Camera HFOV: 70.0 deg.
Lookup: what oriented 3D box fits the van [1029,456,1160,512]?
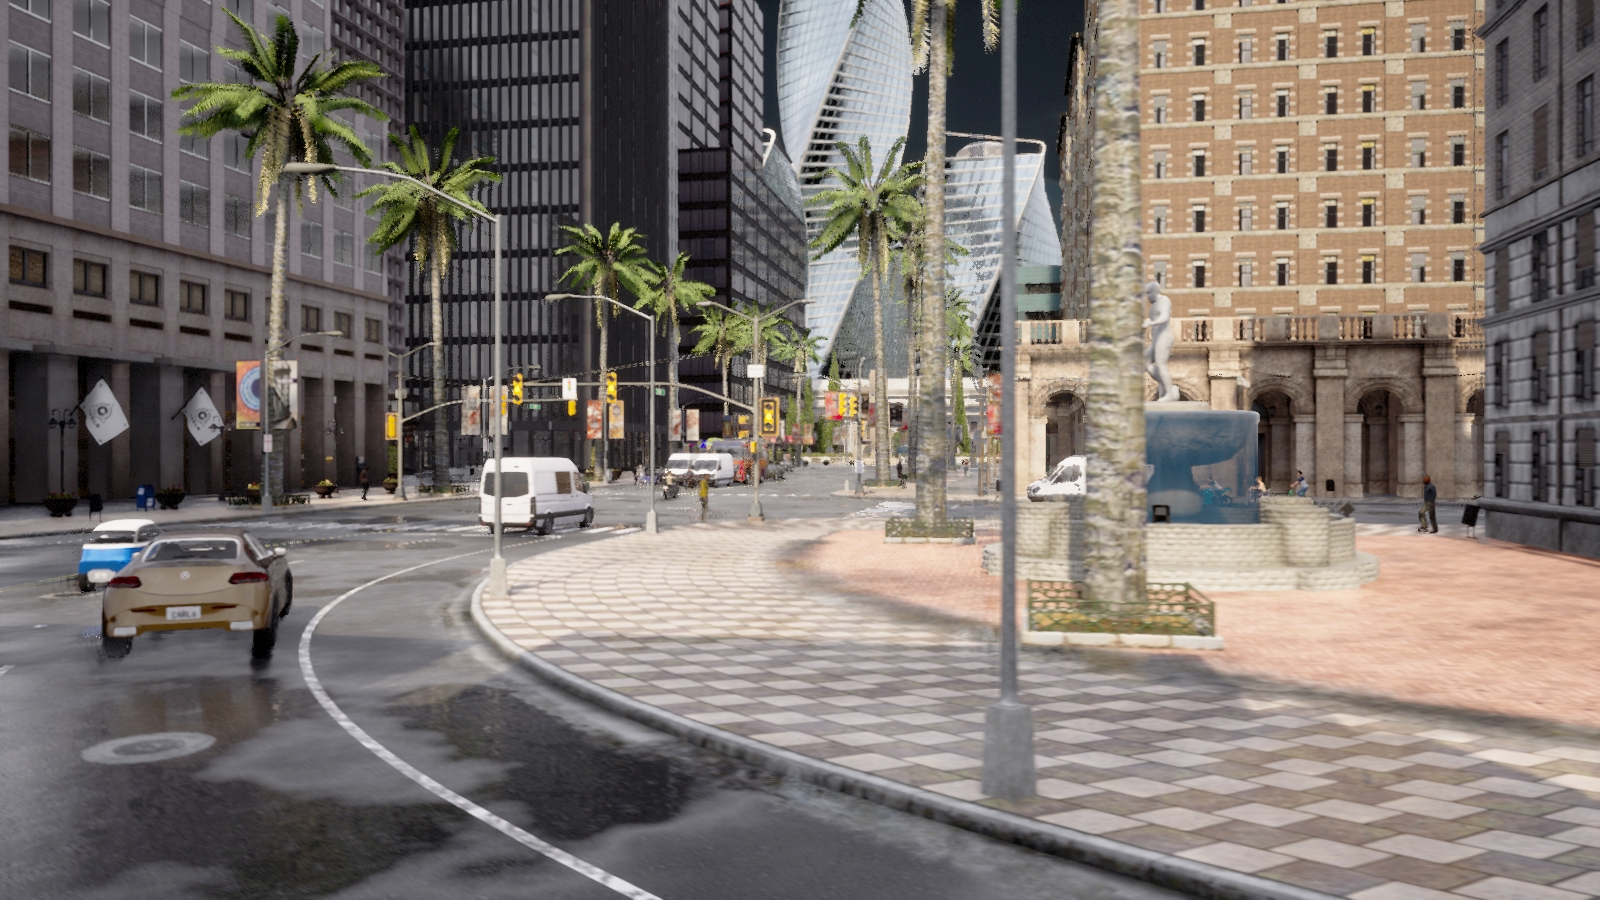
[{"bbox_3d":[13.824,1.548,53.981,5.915,2.561,1.988,0,0,11],"label":"van"}]

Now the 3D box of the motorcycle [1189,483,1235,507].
[{"bbox_3d":[20.265,2.228,56.261,2.033,1.145,0.803,0,0,11],"label":"motorcycle"}]

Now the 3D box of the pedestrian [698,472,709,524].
[{"bbox_3d":[-3.456,1.704,40.785,0.375,1.860,0.375,0,0,-2],"label":"pedestrian"}]

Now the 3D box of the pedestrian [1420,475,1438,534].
[{"bbox_3d":[19.754,1.707,35.866,0.375,1.860,0.375,0,0,6],"label":"pedestrian"}]

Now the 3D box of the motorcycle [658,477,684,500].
[{"bbox_3d":[-7.360,2.182,65.396,0.764,1.277,2.356,0,0,11],"label":"motorcycle"}]

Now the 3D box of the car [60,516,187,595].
[{"bbox_3d":[-13.783,2.123,23.385,1.481,1.376,2.207,0,0,-7],"label":"car"}]

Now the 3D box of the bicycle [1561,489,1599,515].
[{"bbox_3d":[34.349,2.272,50.028,1.487,1.080,0.859,0,0,11],"label":"bicycle"}]

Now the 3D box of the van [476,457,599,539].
[{"bbox_3d":[-8.925,1.541,39.472,1.988,2.561,5.915,0,0,10],"label":"van"}]

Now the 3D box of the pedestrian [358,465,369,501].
[{"bbox_3d":[-22.653,1.706,59.332,0.375,1.860,0.375,0,0,27],"label":"pedestrian"}]

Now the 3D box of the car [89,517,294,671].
[{"bbox_3d":[-8.988,1.994,17.328,2.152,1.651,5.027,0,0,-21],"label":"car"}]
